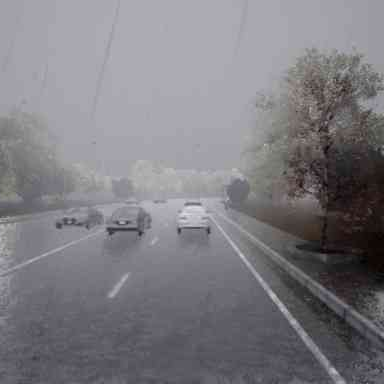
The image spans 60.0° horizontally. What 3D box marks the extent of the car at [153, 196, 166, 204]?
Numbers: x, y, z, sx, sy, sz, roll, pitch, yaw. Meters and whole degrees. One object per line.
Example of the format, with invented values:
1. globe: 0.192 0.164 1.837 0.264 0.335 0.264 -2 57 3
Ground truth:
1. car: -6.069 1.543 63.018 2.033 1.411 5.357 0 0 5

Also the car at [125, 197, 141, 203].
1. car: -10.016 1.559 56.377 1.994 1.385 4.181 0 0 3

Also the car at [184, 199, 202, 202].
1. car: 0.133 1.476 37.577 1.882 1.535 5.008 0 0 0

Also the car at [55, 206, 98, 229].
1. car: -7.095 1.563 21.243 1.994 1.385 4.181 0 0 0

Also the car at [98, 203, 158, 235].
1. car: -3.398 1.547 18.720 2.033 1.411 5.357 0 0 0

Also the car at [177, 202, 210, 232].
1. car: 0.102 1.525 19.764 1.812 1.442 4.674 0 0 0
